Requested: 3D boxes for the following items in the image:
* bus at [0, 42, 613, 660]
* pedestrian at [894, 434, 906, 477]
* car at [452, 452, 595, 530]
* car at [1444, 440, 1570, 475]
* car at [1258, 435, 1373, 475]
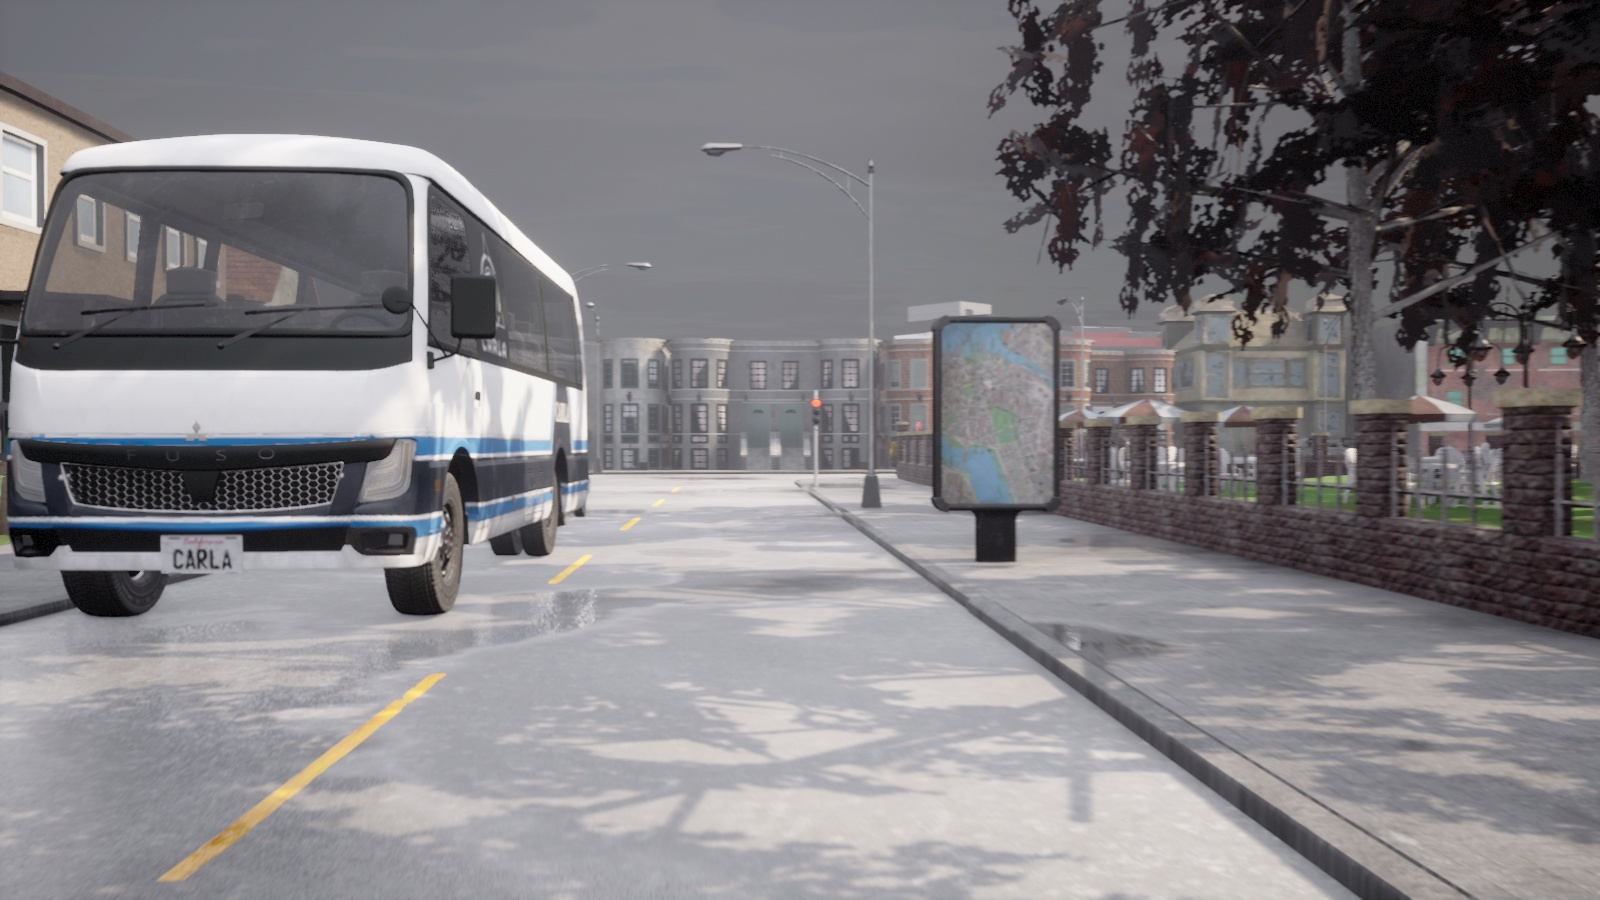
[{"bbox_3d":[-4.636,-0.710,13.818,3.944,4.253,10.273,0,0,-2],"label":"bus"},{"bbox_3d":[4.274,0.243,53.613,0.431,1.840,0.709,0,0,11],"label":"pedestrian"},{"bbox_3d":[-5.122,0.710,23.901,1.895,1.301,4.718,0,0,-3],"label":"car"},{"bbox_3d":[33.502,0.352,59.594,4.856,1.649,2.033,0,0,0],"label":"car"},{"bbox_3d":[24.237,0.237,59.160,4.605,1.855,1.932,0,0,-3],"label":"car"}]
